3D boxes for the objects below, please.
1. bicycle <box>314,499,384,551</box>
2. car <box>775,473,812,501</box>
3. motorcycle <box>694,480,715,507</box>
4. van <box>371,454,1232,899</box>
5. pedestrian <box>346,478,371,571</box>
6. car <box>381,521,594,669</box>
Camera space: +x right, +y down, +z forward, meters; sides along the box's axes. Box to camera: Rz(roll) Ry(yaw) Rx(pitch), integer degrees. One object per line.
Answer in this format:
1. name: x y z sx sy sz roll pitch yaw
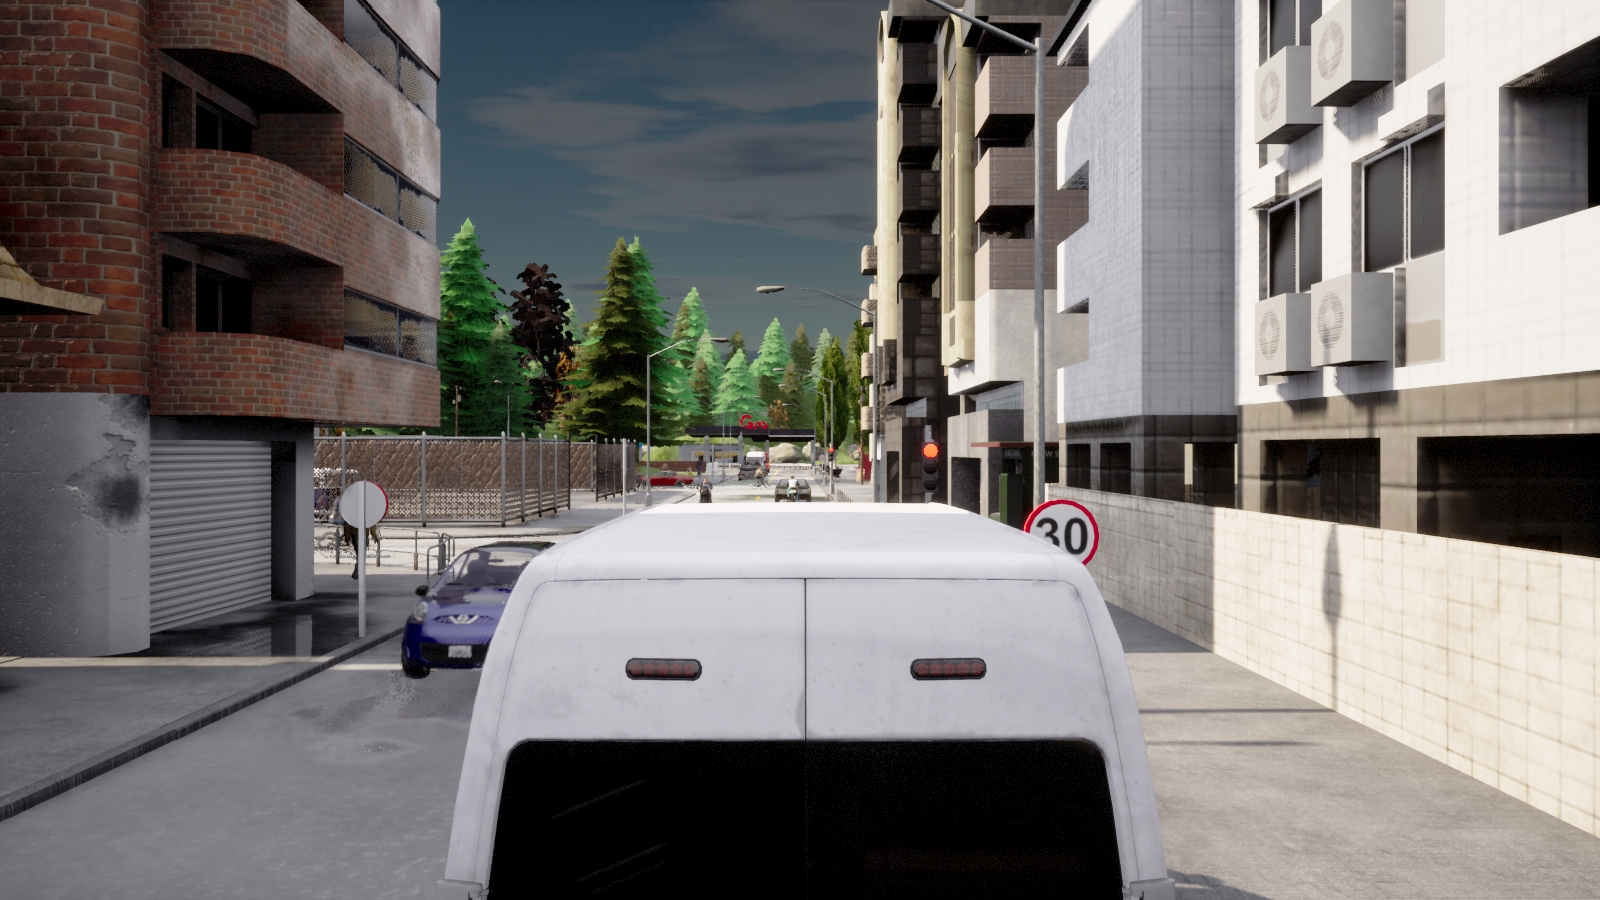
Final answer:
1. bicycle: -11.616 1.924 29.453 1.643 1.296 0.373 0 0 1
2. car: -0.339 1.912 60.159 1.895 1.301 4.718 0 0 0
3. motorcycle: -4.334 1.973 52.180 0.803 1.145 2.033 0 0 0
4. van: -0.009 1.312 5.597 1.988 2.561 5.915 0 0 0
5. pedestrian: -8.958 1.507 23.180 0.375 1.860 0.375 0 0 -38
6. car: -3.981 1.812 15.183 1.845 1.501 3.633 0 0 0
